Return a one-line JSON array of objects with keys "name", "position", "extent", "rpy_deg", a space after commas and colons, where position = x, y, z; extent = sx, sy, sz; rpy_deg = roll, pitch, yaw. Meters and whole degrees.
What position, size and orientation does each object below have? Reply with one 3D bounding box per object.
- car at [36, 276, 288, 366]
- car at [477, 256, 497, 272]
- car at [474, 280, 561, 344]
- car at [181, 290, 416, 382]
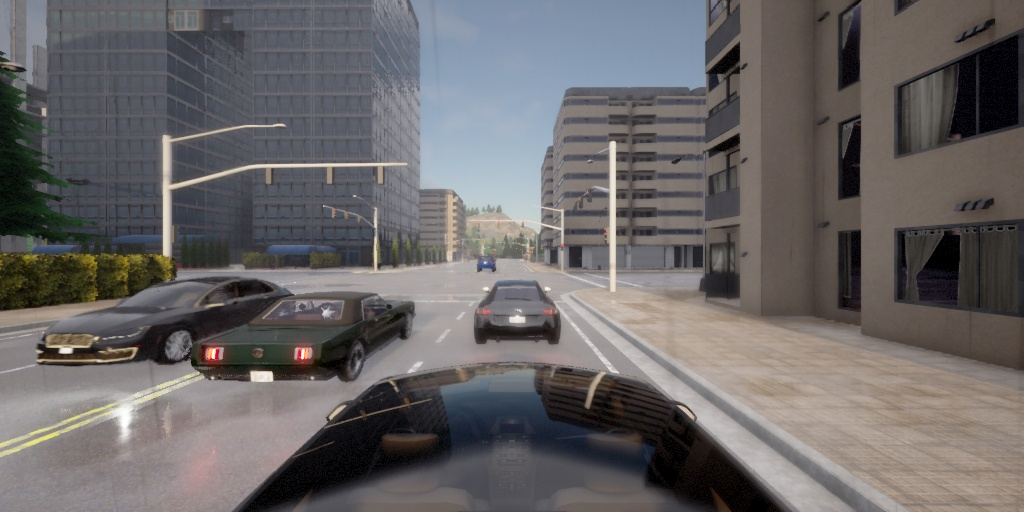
[{"name": "car", "position": [-7.017, 1.256, 8.095], "extent": [1.837, 1.490, 4.892], "rpy_deg": [0, 0, 1]}, {"name": "car", "position": [-3.200, 0.971, 45.911], "extent": [2.150, 2.045, 5.566], "rpy_deg": [0, 0, 0]}, {"name": "car", "position": [0.132, 1.314, 9.571], "extent": [1.994, 1.385, 4.181], "rpy_deg": [0, 0, 1]}, {"name": "car", "position": [-3.380, 1.351, 7.094], "extent": [1.895, 1.301, 4.718], "rpy_deg": [0, 0, 0]}]
